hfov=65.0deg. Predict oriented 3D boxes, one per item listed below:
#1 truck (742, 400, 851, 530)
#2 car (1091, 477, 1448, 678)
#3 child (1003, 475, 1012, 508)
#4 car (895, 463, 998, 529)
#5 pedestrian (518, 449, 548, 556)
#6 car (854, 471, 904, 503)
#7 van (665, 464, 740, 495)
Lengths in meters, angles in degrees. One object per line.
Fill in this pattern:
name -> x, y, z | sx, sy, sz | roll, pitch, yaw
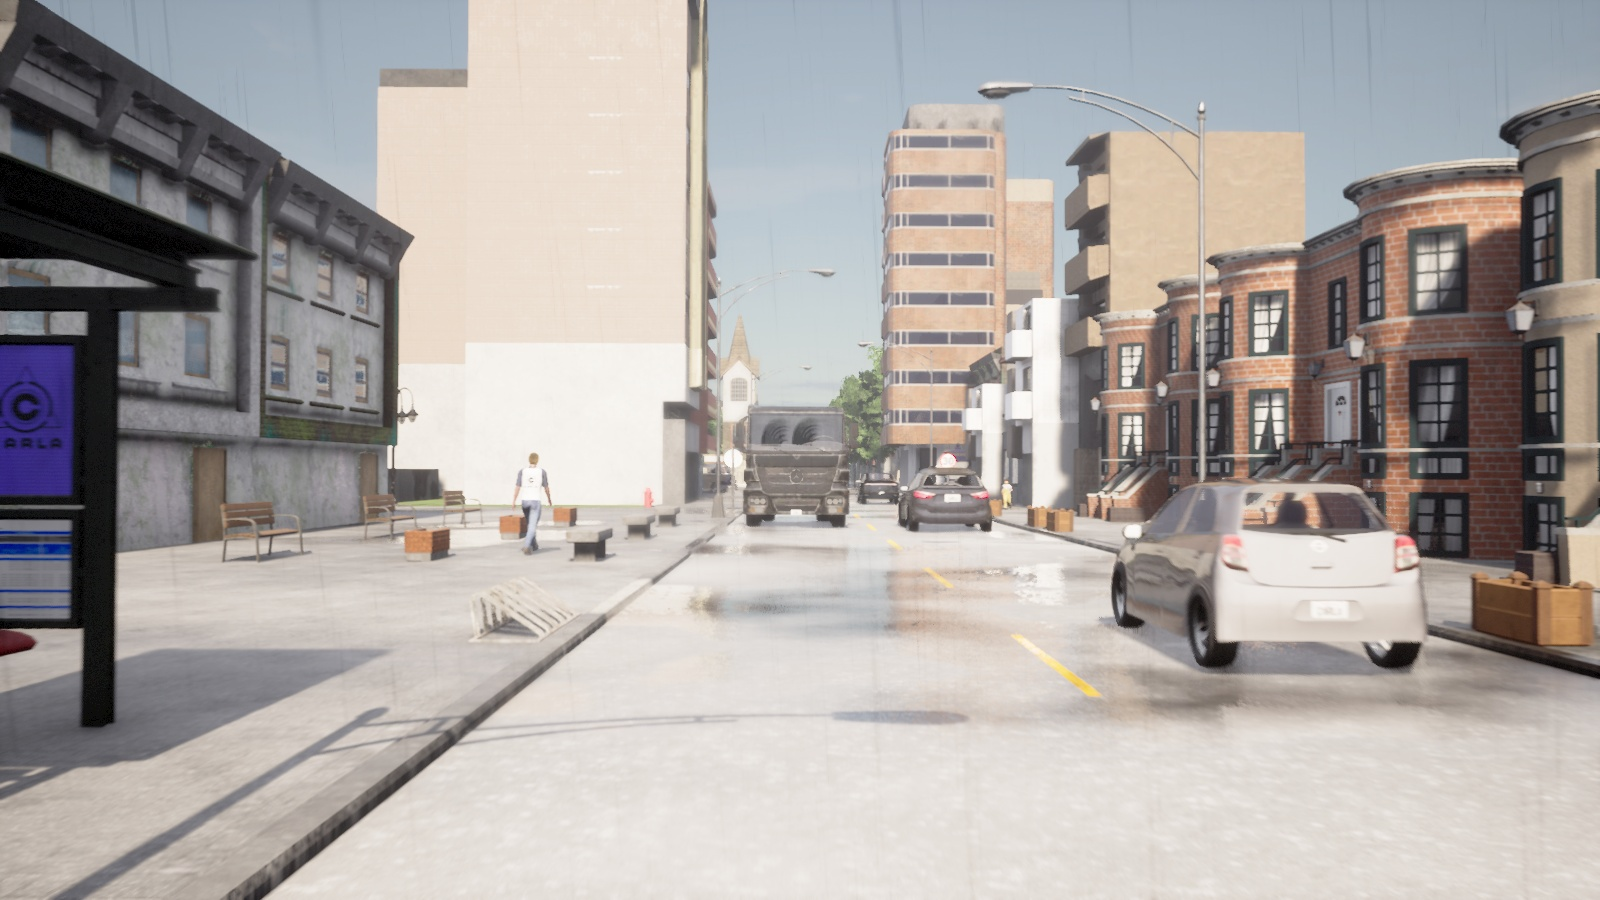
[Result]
truck -> -0.104, 0.460, 37.418 | 2.891, 3.462, 7.936 | 0, -1, 0
car -> 3.974, 1.002, 11.328 | 1.845, 1.501, 3.633 | 0, -1, 0
child -> 7.949, 1.573, 48.163 | 0.270, 1.263, 0.437 | -1, -1, 20
car -> 3.911, 1.218, 34.341 | 2.242, 1.667, 4.611 | 0, -1, 0
pedestrian -> -4.657, 0.910, 21.904 | 0.354, 1.836, 0.706 | 0, -1, 1
car -> 3.803, 1.780, 61.179 | 2.128, 1.511, 4.902 | 0, -1, 0
van -> -6.338, 1.932, 81.733 | 4.480, 2.038, 2.069 | 0, -2, 11
